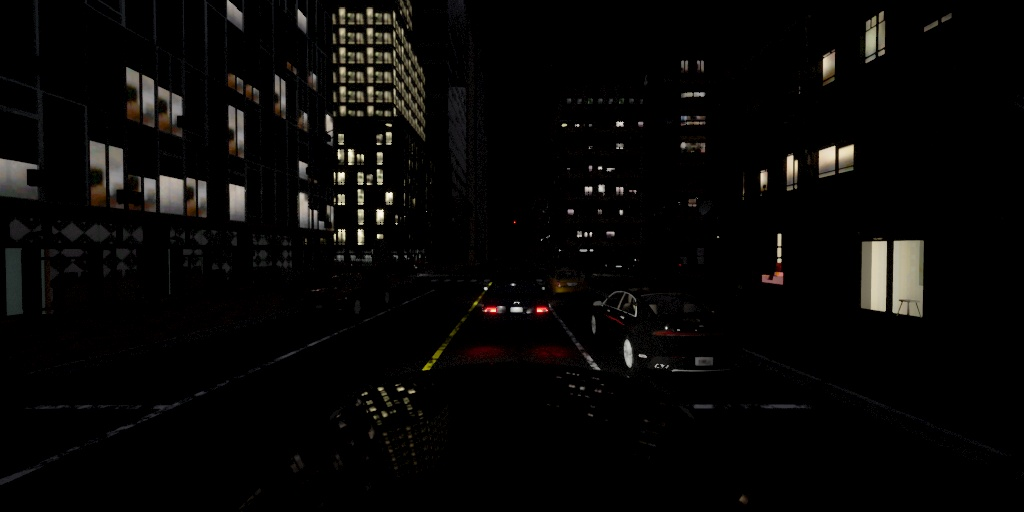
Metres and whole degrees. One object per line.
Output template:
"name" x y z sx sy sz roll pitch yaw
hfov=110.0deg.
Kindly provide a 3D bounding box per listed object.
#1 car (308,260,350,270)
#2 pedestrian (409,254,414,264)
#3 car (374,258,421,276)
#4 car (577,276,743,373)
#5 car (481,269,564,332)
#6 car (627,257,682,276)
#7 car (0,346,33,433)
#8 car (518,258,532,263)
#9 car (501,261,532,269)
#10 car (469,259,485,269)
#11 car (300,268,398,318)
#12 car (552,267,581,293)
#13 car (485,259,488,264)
"car" -21.742 1.026 42.288 4.829 1.417 1.751 0 0 1
"pedestrian" -12.629 0.669 45.140 0.375 1.860 0.375 0 0 1
"car" -11.675 1.040 36.755 4.553 1.767 2.097 1 1 -4
"car" 2.807 1.299 7.407 2.007 1.370 4.403 0 0 0
"car" 0.085 1.295 10.845 2.033 1.411 5.357 0 0 0
"car" 15.565 1.081 39.265 5.566 2.045 2.150 1 1 1
"car" -5.796 1.300 1.804 2.007 1.370 4.403 0 0 0
"car" 2.577 1.288 62.305 2.007 1.370 4.403 0 0 0
"car" 0.057 1.249 21.267 1.837 1.490 4.892 0 0 0
"car" -5.793 1.263 56.466 1.751 1.417 4.829 0 0 0
"car" -5.843 1.292 13.094 1.888 1.381 4.507 0 0 0
"car" 2.786 1.271 18.866 1.751 1.417 4.829 0 0 0
"car" -5.803 1.303 62.290 1.948 1.339 4.313 0 0 0
